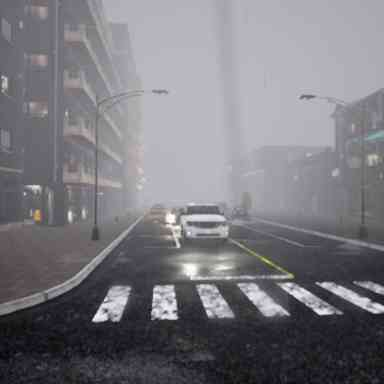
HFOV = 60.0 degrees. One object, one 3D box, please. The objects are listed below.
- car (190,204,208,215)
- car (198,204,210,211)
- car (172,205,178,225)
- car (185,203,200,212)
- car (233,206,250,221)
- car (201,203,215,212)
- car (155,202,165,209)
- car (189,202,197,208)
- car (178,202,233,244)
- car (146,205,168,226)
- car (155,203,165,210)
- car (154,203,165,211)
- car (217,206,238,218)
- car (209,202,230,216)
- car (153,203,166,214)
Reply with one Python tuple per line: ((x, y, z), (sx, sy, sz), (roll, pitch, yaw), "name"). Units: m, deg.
((0.992, 2.518, 49.144), (2.128, 1.511, 4.902), (0, -1, -5), "car")
((2.265, 2.920, 63.693), (1.802, 1.307, 4.206), (0, -1, -5), "car")
((-0.546, 2.113, 30.734), (1.882, 1.535, 5.008), (0, 0, -5), "car")
((0.059, 2.728, 59.396), (2.128, 1.511, 4.902), (0, -1, -5), "car")
((4.844, 2.202, 35.434), (1.967, 1.590, 4.097), (0, -1, -5), "car")
((2.761, 2.752, 58.211), (1.752, 1.417, 4.829), (0, -1, -5), "car")
((-7.107, 3.061, 74.274), (2.008, 1.369, 4.403), (0, -1, -5), "car")
((0.203, 3.332, 86.476), (1.752, 1.417, 4.829), (0, -1, -5), "car")
((0.553, 1.613, 18.551), (2.150, 2.045, 5.566), (0, -2, -5), "car")
((-3.072, 2.108, 28.874), (1.752, 1.417, 4.829), (0, -1, -5), "car")
((-6.595, 2.938, 68.621), (1.887, 1.381, 4.507), (0, -1, -5), "car")
((-6.083, 2.844, 62.967), (1.947, 1.339, 4.313), (0, -1, -5), "car")
((4.312, 2.459, 41.081), (1.802, 1.307, 4.206), (0, -1, -5), "car")
((3.799, 2.307, 46.740), (2.192, 1.841, 5.009), (0, -1, -5), "car")
((-5.067, 2.487, 51.663), (1.967, 1.590, 4.097), (0, -1, -5), "car")
